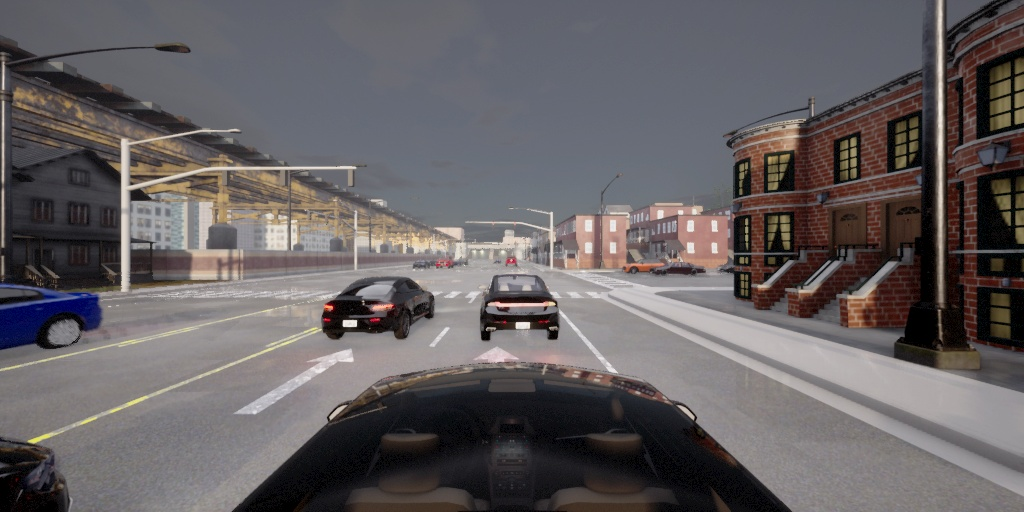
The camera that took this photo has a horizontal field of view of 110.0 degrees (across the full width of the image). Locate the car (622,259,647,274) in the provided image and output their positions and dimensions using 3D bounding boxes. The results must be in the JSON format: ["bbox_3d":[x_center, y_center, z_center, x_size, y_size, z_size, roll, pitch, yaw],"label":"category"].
[{"bbox_3d":[14.742,1.098,40.214,4.553,1.767,2.097,0,0,0],"label":"car"}]

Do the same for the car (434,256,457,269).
[{"bbox_3d":[-10.743,0.966,57.662,2.150,2.045,5.566,0,0,-1],"label":"car"}]

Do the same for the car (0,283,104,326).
[{"bbox_3d":[-10.587,1.227,6.296,1.882,1.535,5.008,0,0,0],"label":"car"}]

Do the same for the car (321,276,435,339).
[{"bbox_3d":[-3.450,1.275,9.951,1.812,1.442,4.674,0,0,0],"label":"car"}]

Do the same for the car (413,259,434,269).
[{"bbox_3d":[-14.235,1.308,56.562,1.994,1.385,4.181,0,0,0],"label":"car"}]

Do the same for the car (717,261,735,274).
[{"bbox_3d":[25.657,1.236,40.245,4.902,1.511,2.128,0,0,0],"label":"car"}]

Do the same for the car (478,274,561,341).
[{"bbox_3d":[0.092,1.241,9.918,2.128,1.511,4.902,0,0,-3],"label":"car"}]

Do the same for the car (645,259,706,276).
[{"bbox_3d":[16.898,1.294,36.730,5.357,1.411,2.033,0,0,0],"label":"car"}]
